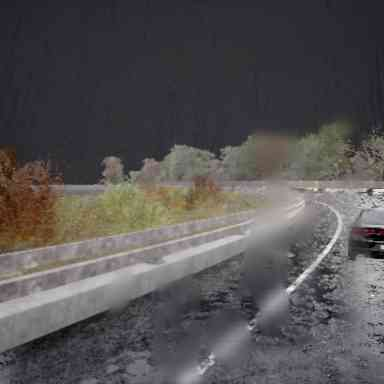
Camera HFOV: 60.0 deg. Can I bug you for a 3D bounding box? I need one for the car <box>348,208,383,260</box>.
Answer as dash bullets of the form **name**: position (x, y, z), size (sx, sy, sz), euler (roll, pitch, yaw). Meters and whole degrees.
- **car**: position (6.242, 1.240, 10.779), size (1.882, 1.535, 5.008), euler (1, 2, 29)
